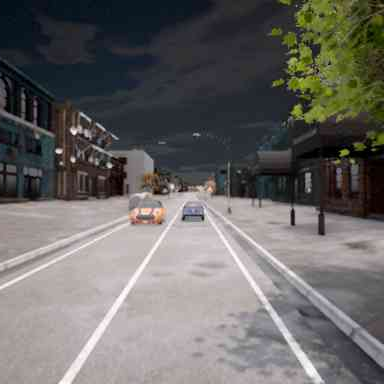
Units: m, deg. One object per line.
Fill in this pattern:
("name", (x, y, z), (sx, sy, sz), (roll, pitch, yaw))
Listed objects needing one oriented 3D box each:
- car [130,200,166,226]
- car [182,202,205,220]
("car", (-2.992, 1.345, 23.510), (2.097, 1.767, 4.553), (0, 0, 0))
("car", (0.109, 1.541, 28.210), (2.033, 1.411, 5.357), (0, 0, 0))
